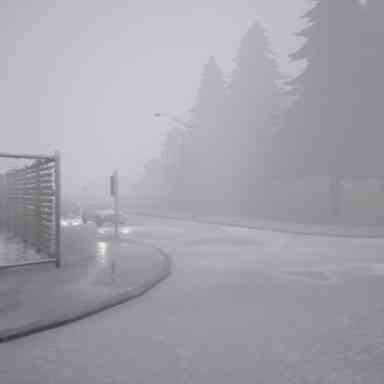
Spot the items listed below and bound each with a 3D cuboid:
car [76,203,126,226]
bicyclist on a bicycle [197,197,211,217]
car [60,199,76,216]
[{"bbox_3d":[-6.210,1.480,23.046,1.812,1.442,4.674,0,0,-36],"label":"car"},{"bbox_3d":[0.948,1.257,27.439,1.656,1.620,0.582,-1,0,-35],"label":"bicyclist on a bicycle"},{"bbox_3d":[-12.080,1.446,31.278,2.128,1.511,4.902,0,0,-35],"label":"car"}]
